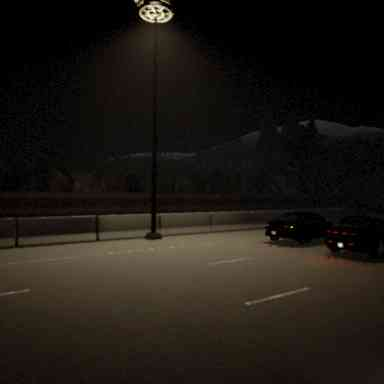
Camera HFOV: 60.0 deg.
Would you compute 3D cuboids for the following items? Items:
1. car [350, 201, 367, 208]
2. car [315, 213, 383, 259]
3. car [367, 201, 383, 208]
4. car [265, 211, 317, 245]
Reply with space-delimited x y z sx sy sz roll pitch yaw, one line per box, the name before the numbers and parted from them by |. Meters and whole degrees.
car | 30.972 2.281 61.272 4.718 1.301 1.895 1 0 -41
car | 7.328 1.661 13.375 4.892 1.490 1.837 0 0 -35
car | 33.648 2.238 58.982 5.357 1.411 2.033 1 0 -41
car | 5.608 1.683 16.443 4.674 1.442 1.812 1 0 -35
